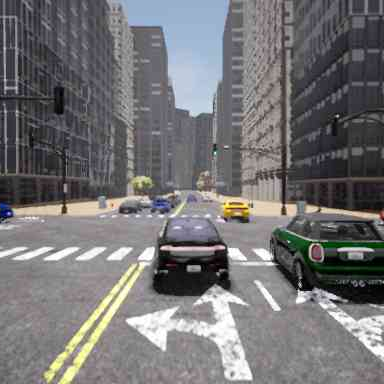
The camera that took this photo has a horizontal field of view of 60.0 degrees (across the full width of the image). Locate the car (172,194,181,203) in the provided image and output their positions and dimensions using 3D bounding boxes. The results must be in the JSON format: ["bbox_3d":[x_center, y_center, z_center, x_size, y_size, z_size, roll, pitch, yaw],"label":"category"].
[{"bbox_3d":[-3.267,1.424,53.931,1.812,1.442,4.674,0,0,0],"label":"car"}]

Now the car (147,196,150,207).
[{"bbox_3d":[-6.578,1.518,45.752,1.895,1.301,4.718,0,0,0],"label":"car"}]

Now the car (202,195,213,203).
[{"bbox_3d":[3.254,1.466,67.735,1.895,1.301,4.718,0,0,0],"label":"car"}]

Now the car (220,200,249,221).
[{"bbox_3d":[3.362,1.408,26.773,1.882,1.535,5.008,0,0,0],"label":"car"}]

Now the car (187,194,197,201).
[{"bbox_3d":[0.004,1.198,77.708,2.128,1.511,4.902,0,0,0],"label":"car"}]

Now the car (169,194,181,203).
[{"bbox_3d":[-3.247,1.227,64.219,2.097,1.767,4.553,0,0,0],"label":"car"}]

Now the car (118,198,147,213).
[{"bbox_3d":[-6.583,1.485,36.165,2.033,1.411,5.357,0,0,0],"label":"car"}]

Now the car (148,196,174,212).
[{"bbox_3d":[-3.338,1.462,36.596,1.812,1.442,4.674,0,0,0],"label":"car"}]

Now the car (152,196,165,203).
[{"bbox_3d":[-6.497,1.437,65.051,1.994,1.385,4.181,0,0,0],"label":"car"}]

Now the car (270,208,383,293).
[{"bbox_3d":[3.512,1.337,9.022,2.097,1.767,4.553,0,0,3],"label":"car"}]

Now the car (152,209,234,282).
[{"bbox_3d":[-0.122,1.482,9.738,2.128,1.511,4.902,0,0,-4],"label":"car"}]

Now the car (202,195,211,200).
[{"bbox_3d":[3.255,1.267,77.737,1.895,1.301,4.718,0,0,0],"label":"car"}]

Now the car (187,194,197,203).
[{"bbox_3d":[0.004,1.218,67.675,2.097,1.767,4.553,0,0,0],"label":"car"}]

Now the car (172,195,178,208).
[{"bbox_3d":[-3.322,1.482,45.341,1.994,1.385,4.181,0,0,1],"label":"car"}]

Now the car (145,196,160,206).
[{"bbox_3d":[-6.506,1.401,55.072,1.837,1.490,4.892,0,0,0],"label":"car"}]

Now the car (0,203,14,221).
[{"bbox_3d":[-14.863,1.297,22.719,5.008,1.535,1.882,1,1,4],"label":"car"}]
